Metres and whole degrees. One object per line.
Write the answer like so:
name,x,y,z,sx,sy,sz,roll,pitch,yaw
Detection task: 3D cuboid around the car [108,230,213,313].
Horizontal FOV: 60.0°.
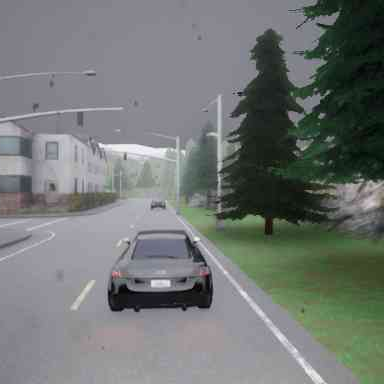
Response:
car,-0.703,1.561,7.782,1.994,1.385,4.181,0,0,-5

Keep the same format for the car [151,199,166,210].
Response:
car,-4.448,1.583,43.654,1.895,1.301,4.718,0,0,-6
